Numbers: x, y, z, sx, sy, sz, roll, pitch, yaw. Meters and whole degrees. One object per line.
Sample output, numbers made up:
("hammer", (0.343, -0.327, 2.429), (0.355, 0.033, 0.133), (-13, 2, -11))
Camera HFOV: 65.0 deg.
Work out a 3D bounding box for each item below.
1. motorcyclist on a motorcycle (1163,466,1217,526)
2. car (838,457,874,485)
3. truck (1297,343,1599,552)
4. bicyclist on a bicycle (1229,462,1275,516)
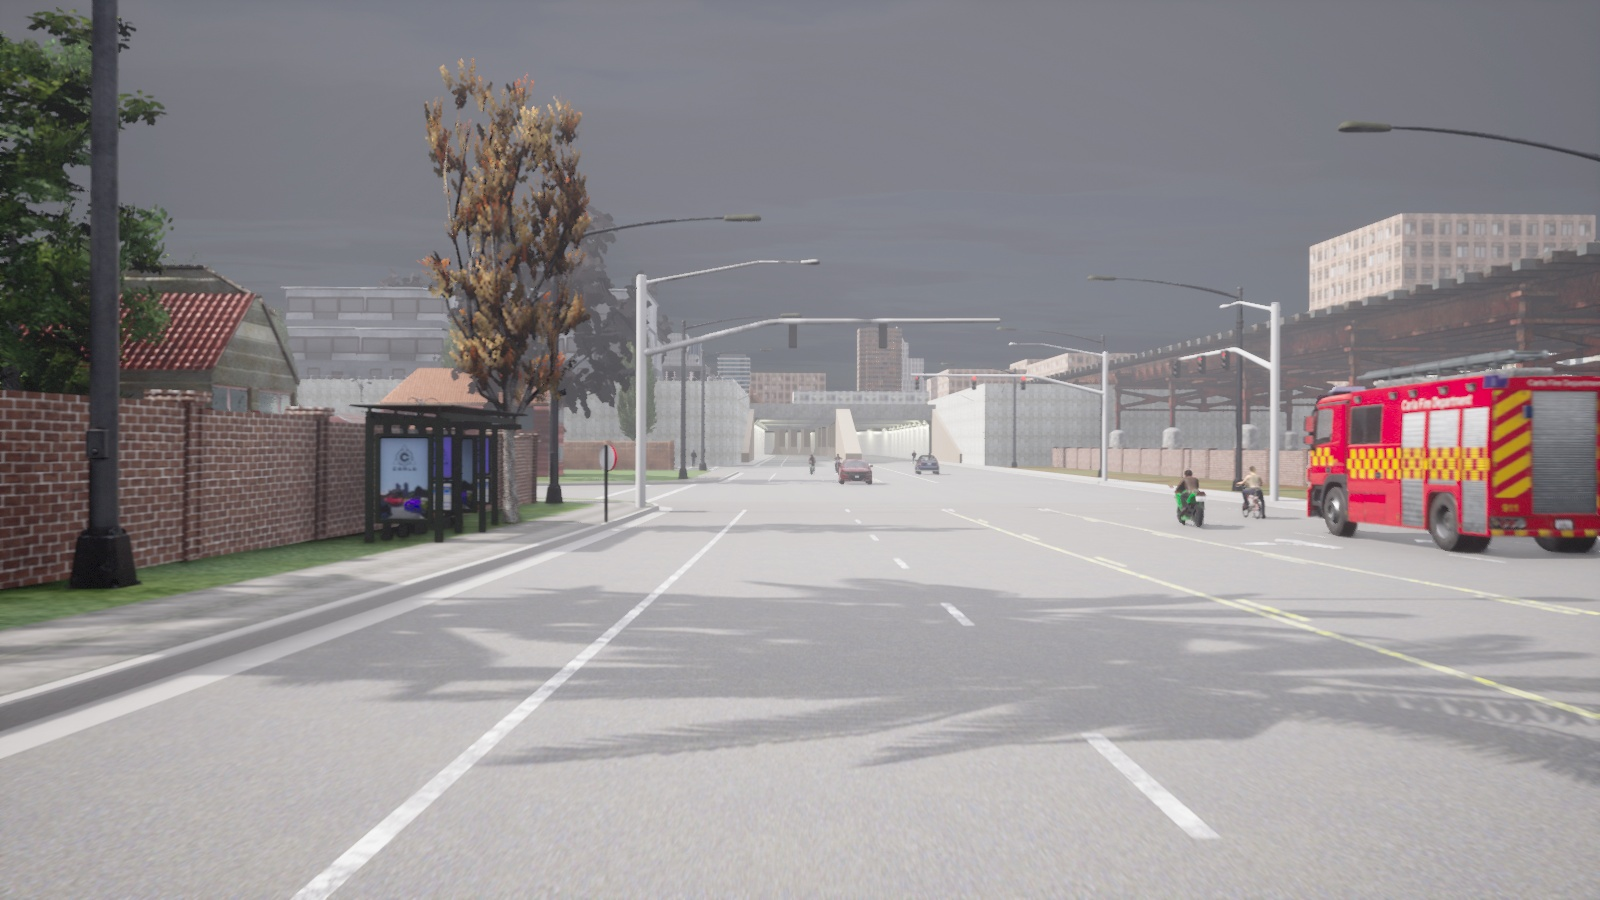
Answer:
("motorcyclist on a motorcycle", (10.412, 1.206, 33.578), (0.797, 1.523, 2.044), (0, 0, 0))
("car", (3.304, 1.244, 75.151), (1.882, 1.535, 5.008), (0, 0, 0))
("truck", (13.924, -0.007, 27.263), (2.891, 3.827, 8.468), (0, -1, 0))
("bicyclist on a bicycle", (13.899, 1.189, 38.674), (0.866, 1.612, 1.509), (0, 0, 0))
